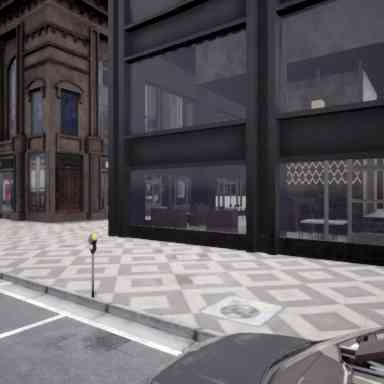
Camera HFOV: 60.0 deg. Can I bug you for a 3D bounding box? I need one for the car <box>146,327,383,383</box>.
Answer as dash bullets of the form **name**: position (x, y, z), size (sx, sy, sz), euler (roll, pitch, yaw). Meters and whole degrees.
- **car**: position (1.559, 1.551, 1.853), size (4.403, 1.369, 2.008), euler (0, 0, 35)
